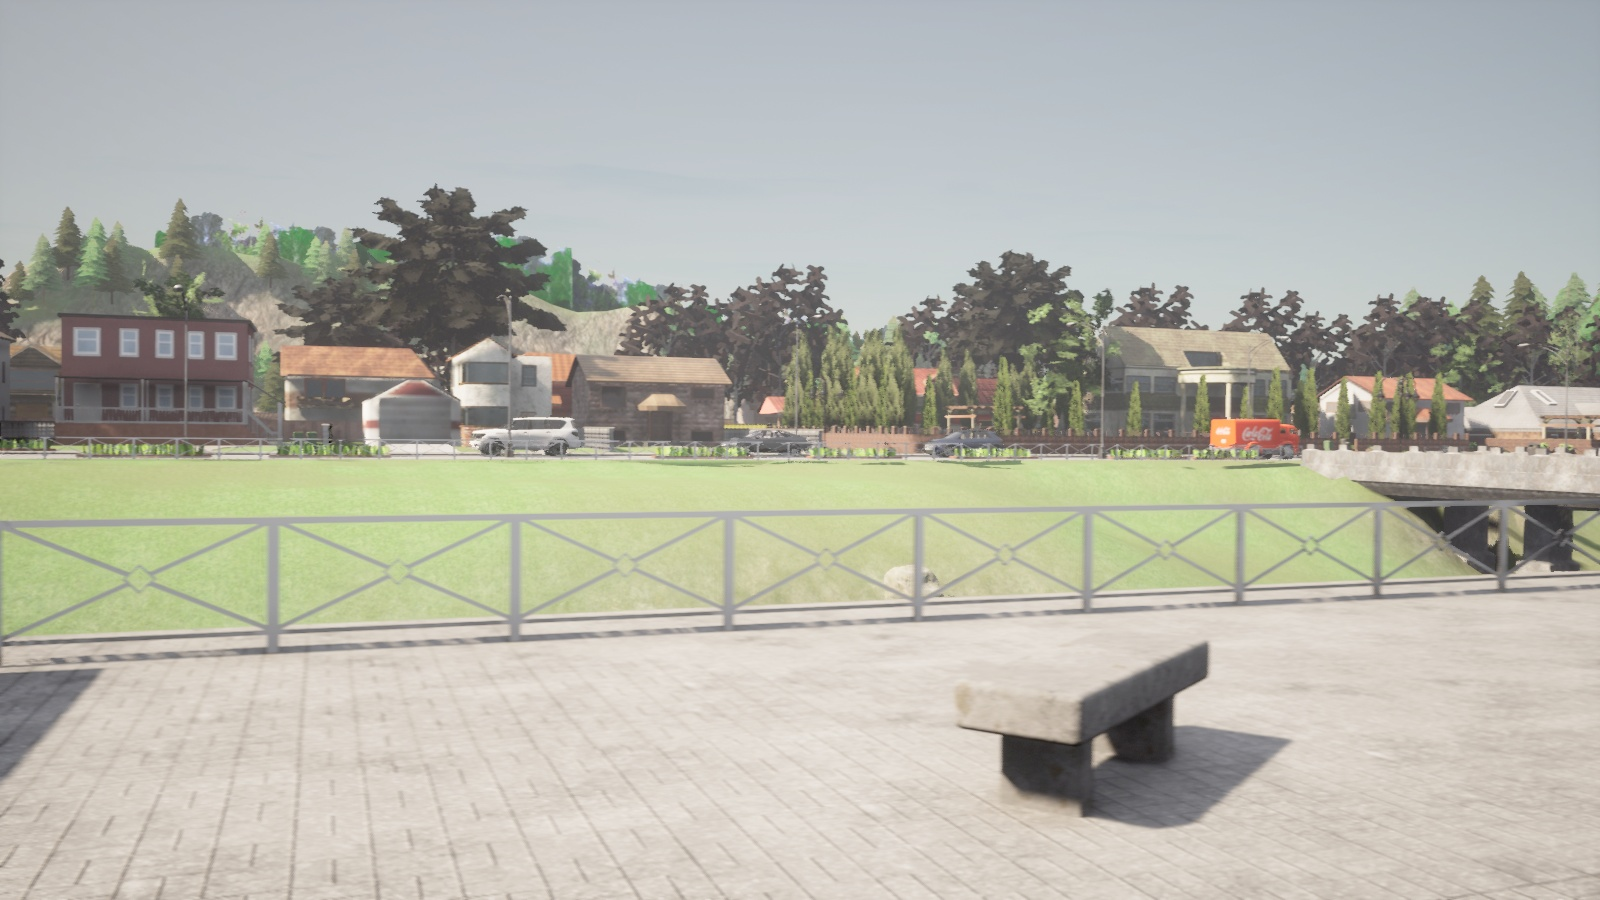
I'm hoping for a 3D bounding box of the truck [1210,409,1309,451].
[{"bbox_3d":[27.812,-1.227,76.030,5.204,2.467,2.627,-1,1,-21],"label":"truck"}]

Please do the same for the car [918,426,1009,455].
[{"bbox_3d":[9.569,-0.570,73.392,4.856,1.649,2.033,-1,1,-21],"label":"car"}]

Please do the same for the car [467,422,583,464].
[{"bbox_3d":[-14.110,-0.378,64.406,5.566,2.045,2.150,-1,1,-21],"label":"car"}]

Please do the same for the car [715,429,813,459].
[{"bbox_3d":[-1.975,-0.347,69.013,4.902,1.511,2.128,-1,1,-21],"label":"car"}]
